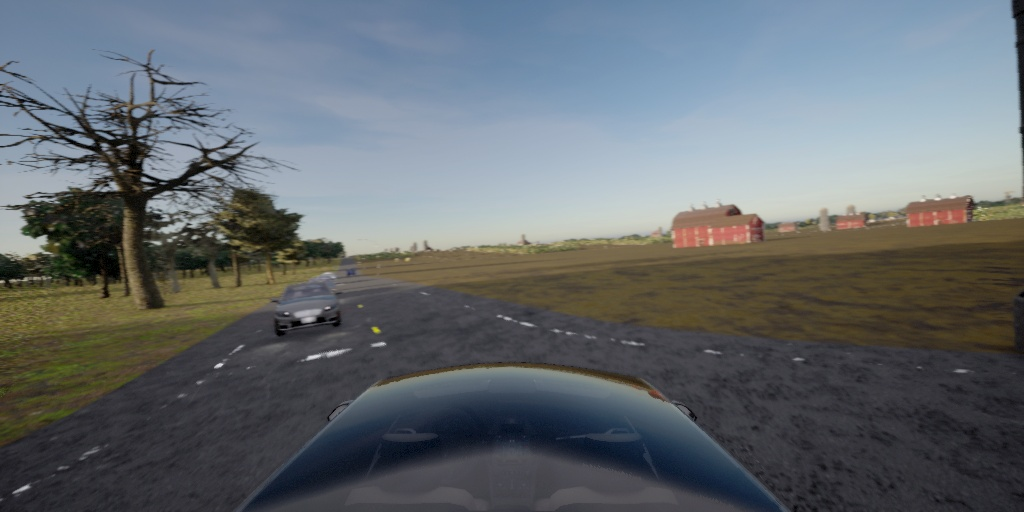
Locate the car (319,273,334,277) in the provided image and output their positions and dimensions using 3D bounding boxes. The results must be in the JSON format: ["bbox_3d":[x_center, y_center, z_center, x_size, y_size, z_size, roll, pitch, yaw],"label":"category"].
[{"bbox_3d":[-12.649,2.089,23.813,2.033,1.411,5.357,-6,1,-26],"label":"car"}]

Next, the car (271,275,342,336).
[{"bbox_3d":[-7.296,1.723,12.896,2.128,1.511,4.902,-6,1,-29],"label":"car"}]

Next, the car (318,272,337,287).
[{"bbox_3d":[-22.081,2.750,43.081,1.812,1.442,4.674,-6,0,-26],"label":"car"}]
